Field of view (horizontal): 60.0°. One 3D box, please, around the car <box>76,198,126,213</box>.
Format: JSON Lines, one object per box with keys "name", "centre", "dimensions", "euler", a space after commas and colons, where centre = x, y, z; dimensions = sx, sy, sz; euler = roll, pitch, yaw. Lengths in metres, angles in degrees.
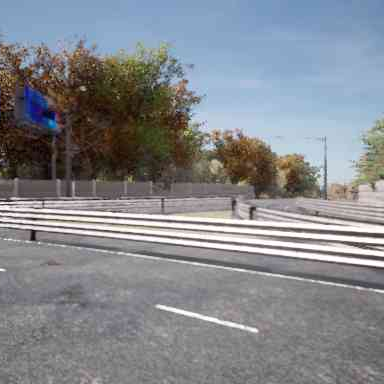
{"name": "car", "centre": [-8.369, 1.252, 30.861], "dimensions": [4.674, 1.442, 1.812], "euler": [0, 1, -34]}
